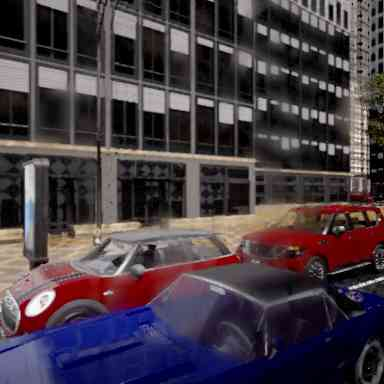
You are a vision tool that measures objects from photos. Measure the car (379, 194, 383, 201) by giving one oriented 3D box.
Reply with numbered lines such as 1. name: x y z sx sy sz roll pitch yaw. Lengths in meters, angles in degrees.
1. car: 31.901 1.030 56.065 1.947 1.339 4.313 1 0 -36

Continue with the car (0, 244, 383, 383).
1. car: 0.380 1.599 3.646 4.718 1.301 1.895 0 0 -35

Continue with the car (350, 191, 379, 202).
1. car: 25.144 0.810 51.115 2.192 1.841 5.009 1 0 -36

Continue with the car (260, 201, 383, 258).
1. car: 3.505 1.308 9.061 5.009 1.841 2.192 0 0 -35

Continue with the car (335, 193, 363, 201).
1. car: 28.587 0.941 60.603 1.802 1.307 4.206 1 0 -36

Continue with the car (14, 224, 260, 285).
1. car: -1.015 1.438 5.839 4.097 1.590 1.967 0 0 -35
